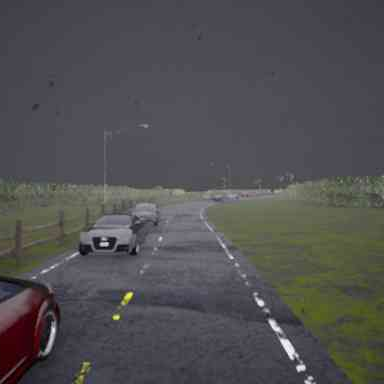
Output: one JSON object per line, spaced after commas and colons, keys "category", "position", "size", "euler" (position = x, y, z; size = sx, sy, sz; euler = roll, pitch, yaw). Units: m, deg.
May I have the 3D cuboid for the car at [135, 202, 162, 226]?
{"category": "car", "position": [-3.160, 1.472, 23.255], "size": [1.837, 1.490, 4.892], "euler": [0, 0, -2]}

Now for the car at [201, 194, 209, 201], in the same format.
{"category": "car", "position": [3.303, 1.325, 74.288], "size": [1.837, 1.490, 4.892], "euler": [0, 0, 16]}

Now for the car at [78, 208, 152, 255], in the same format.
{"category": "car", "position": [-2.929, 1.543, 13.042], "size": [1.994, 1.385, 4.181], "euler": [0, 0, -1]}

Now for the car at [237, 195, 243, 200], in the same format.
{"category": "car", "position": [10.669, 1.317, 84.432], "size": [1.882, 1.535, 5.008], "euler": [0, 0, 22]}

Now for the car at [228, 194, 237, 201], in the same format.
{"category": "car", "position": [8.579, 1.364, 78.905], "size": [1.837, 1.490, 4.892], "euler": [0, 0, 20]}

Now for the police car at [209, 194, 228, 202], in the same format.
{"category": "police car", "position": [5.635, 1.316, 69.623], "size": [1.930, 1.638, 5.238], "euler": [0, 0, 16]}

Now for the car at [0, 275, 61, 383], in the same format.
{"category": "car", "position": [-2.879, 1.554, 3.096], "size": [1.994, 1.385, 4.181], "euler": [0, 0, 0]}
